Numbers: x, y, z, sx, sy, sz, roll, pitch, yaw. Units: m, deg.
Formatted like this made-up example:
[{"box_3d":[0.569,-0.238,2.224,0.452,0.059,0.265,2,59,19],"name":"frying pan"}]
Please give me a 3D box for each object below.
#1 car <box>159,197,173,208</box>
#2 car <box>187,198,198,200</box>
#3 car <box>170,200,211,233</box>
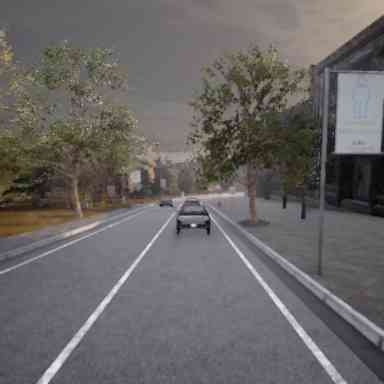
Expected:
[{"box_3d":[-3.641,1.462,47.496,2.033,1.411,5.357,0,0,0],"name":"car"},{"box_3d":[0.042,1.431,39.589,1.837,1.490,4.892,0,0,0],"name":"car"},{"box_3d":[0.073,1.456,19.181,2.128,1.511,4.902,0,0,0],"name":"car"}]
